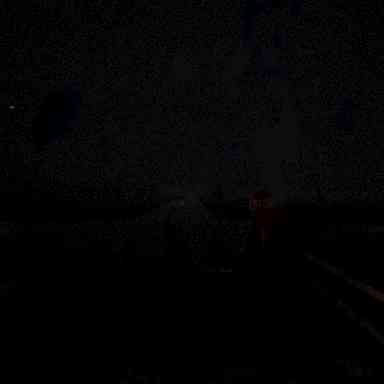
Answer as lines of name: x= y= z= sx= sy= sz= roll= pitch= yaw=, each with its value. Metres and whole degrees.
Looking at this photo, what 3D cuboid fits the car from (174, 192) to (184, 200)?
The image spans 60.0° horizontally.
car: x=-2.731 y=0.741 z=70.252 sx=2.097 sy=1.767 sz=4.553 roll=0 pitch=0 yaw=0
